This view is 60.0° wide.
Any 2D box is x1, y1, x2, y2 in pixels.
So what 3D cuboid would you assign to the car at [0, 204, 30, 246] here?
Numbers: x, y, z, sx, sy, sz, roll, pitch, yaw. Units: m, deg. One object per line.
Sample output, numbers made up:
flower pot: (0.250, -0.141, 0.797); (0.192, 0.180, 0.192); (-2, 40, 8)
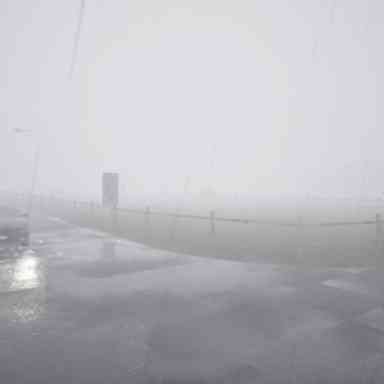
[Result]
car: (-7.806, 1.231, 13.321); (1.882, 1.535, 5.008); (1, 1, -34)
